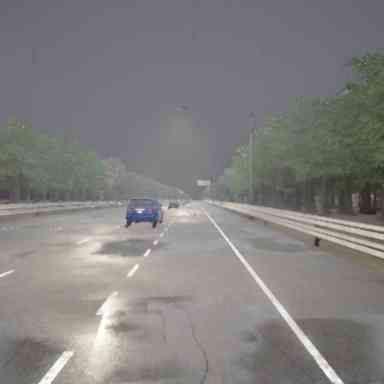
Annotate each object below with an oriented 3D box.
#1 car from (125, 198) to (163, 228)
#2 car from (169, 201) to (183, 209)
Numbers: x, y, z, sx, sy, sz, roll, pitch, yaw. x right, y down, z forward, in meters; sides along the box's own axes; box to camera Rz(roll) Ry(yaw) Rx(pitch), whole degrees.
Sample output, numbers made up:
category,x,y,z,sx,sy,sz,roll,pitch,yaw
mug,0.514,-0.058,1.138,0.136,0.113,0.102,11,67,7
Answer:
category,x,y,z,sx,sy,sz,roll,pitch,yaw
car,-3.430,1.449,24.601,2.150,2.045,5.566,0,-1,0
car,-3.211,2.366,60.531,1.837,1.490,4.892,0,-1,0
